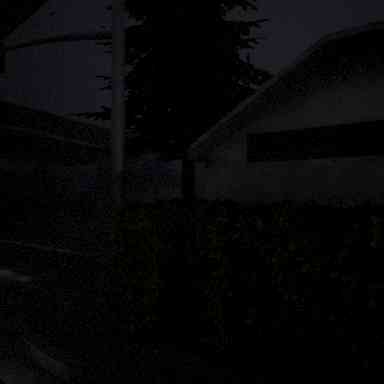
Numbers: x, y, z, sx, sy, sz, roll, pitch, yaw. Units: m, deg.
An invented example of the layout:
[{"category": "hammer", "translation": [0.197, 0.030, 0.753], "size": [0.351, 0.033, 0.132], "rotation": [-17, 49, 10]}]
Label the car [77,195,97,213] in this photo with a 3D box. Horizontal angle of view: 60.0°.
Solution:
[{"category": "car", "translation": [-10.416, 1.313, 35.159], "size": [3.866, 1.878, 1.905], "rotation": [0, 0, 35]}]

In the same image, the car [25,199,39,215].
[{"category": "car", "translation": [-17.223, 1.480, 33.031], "size": [4.611, 1.667, 2.242], "rotation": [0, 0, 35]}]
